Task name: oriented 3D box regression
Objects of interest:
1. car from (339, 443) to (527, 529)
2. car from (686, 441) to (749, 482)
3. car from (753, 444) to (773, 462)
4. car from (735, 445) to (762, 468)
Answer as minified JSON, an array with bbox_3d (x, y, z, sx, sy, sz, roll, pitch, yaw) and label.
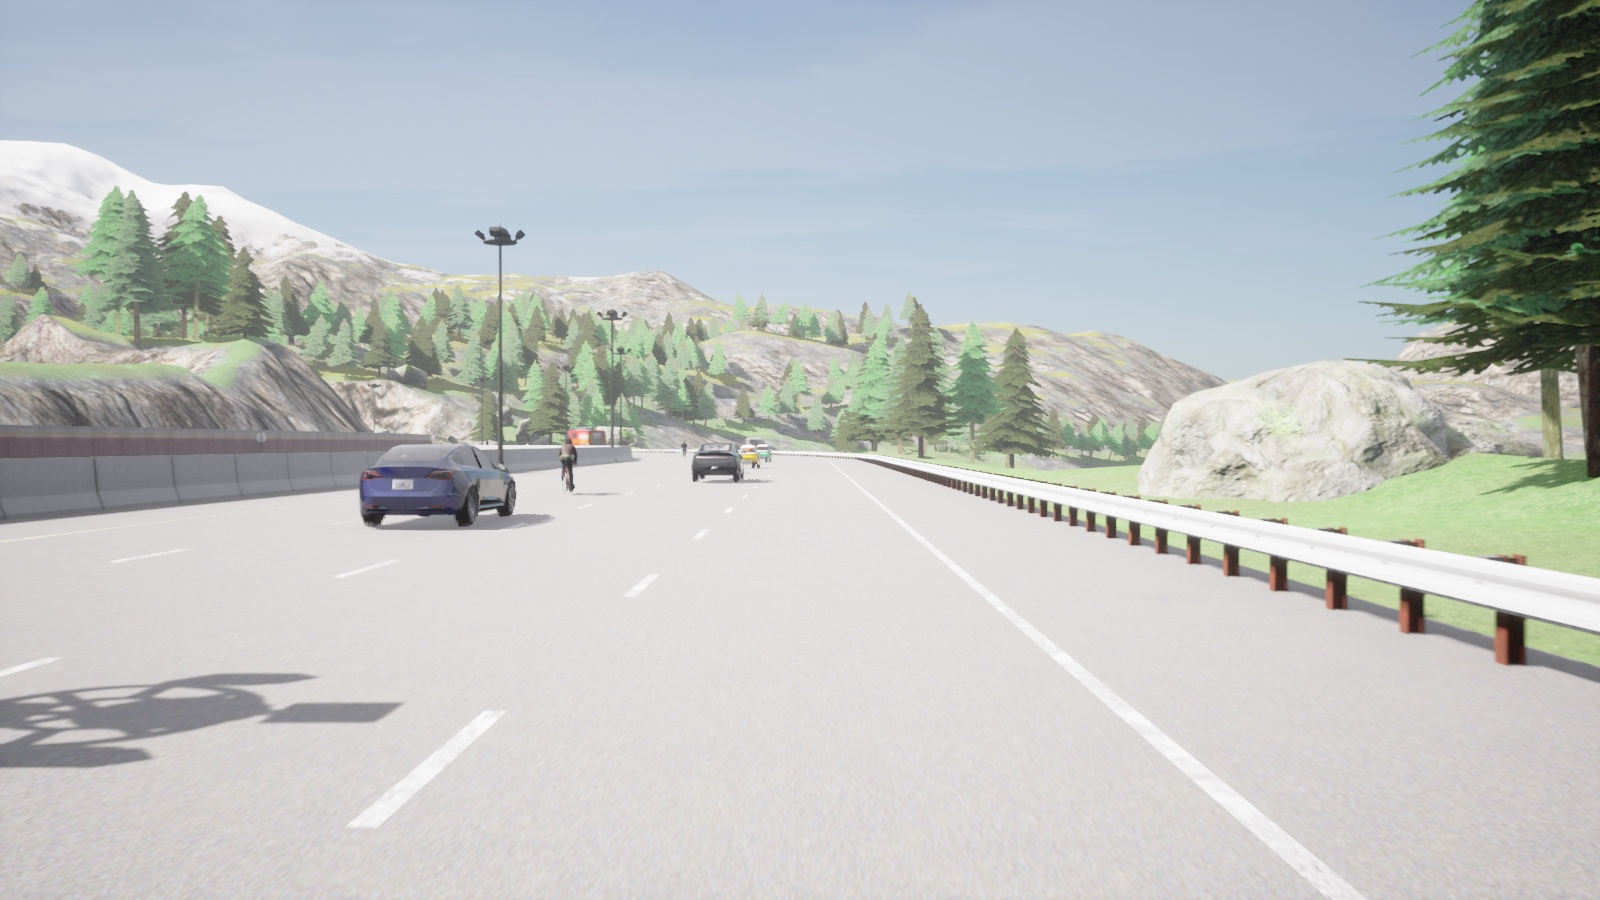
[{"bbox_3d":[-6.847,0.605,24.048,2.163,1.488,4.792,0,0,0],"label":"car"},{"bbox_3d":[-3.199,0.420,49.670,2.128,1.511,4.902,0,0,0],"label":"car"},{"bbox_3d":[-2.921,0.245,98.253,1.481,1.376,2.207,0,1,0],"label":"car"},{"bbox_3d":[-3.055,0.378,74.606,1.481,1.376,2.207,0,1,0],"label":"car"}]
